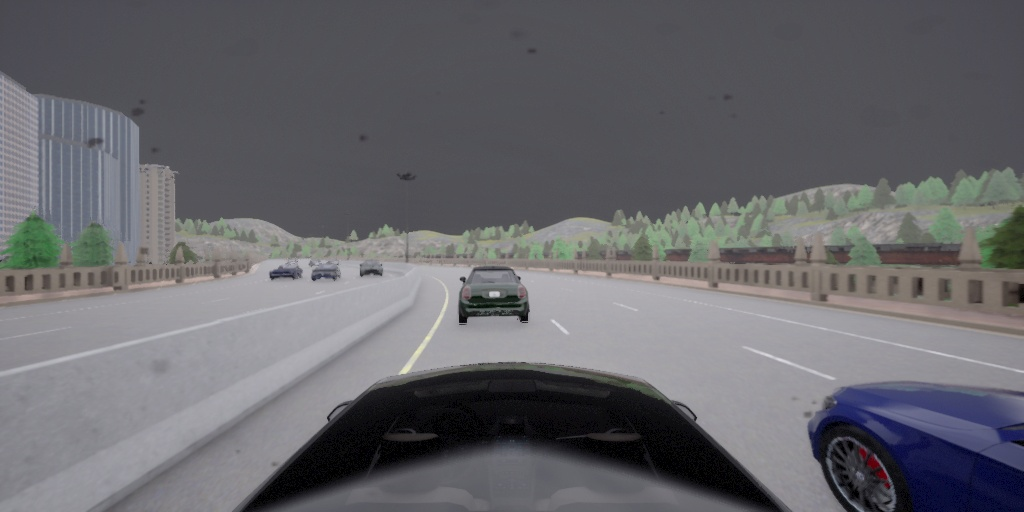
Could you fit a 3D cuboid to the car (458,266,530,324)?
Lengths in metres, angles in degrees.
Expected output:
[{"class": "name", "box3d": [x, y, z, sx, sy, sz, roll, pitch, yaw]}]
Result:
[{"class": "car", "box3d": [-0.716, 1.110, 12.308, 2.097, 1.767, 4.553, 0, 0, -6]}]

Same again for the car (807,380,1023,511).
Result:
[{"class": "car", "box3d": [3.467, 1.261, 1.128, 1.812, 1.442, 4.674, 0, 0, 0]}]

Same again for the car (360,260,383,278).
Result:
[{"class": "car", "box3d": [-14.056, 1.176, 35.868, 2.097, 1.767, 4.553, 0, 0, -22]}]

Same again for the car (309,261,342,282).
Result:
[{"class": "car", "box3d": [-15.792, 1.376, 30.755, 2.033, 1.411, 5.357, 0, 0, -20]}]

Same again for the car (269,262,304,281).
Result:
[{"class": "car", "box3d": [-19.912, 1.447, 31.785, 1.895, 1.301, 4.718, 0, 0, -21]}]
